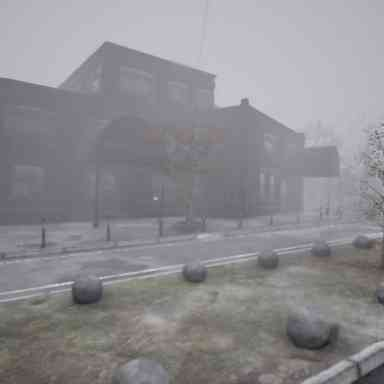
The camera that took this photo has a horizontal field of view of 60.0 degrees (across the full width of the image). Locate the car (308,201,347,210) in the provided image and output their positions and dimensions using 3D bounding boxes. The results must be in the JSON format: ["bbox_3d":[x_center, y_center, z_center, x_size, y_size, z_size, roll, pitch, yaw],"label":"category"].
[{"bbox_3d":[20.660,2.077,50.869,5.357,1.411,2.033,1,-1,35],"label":"car"}]
